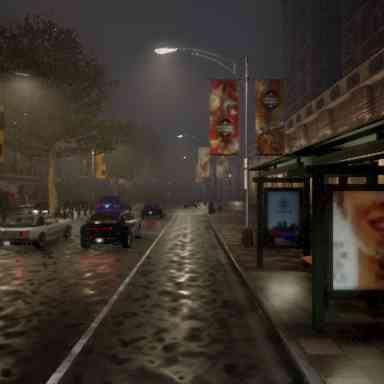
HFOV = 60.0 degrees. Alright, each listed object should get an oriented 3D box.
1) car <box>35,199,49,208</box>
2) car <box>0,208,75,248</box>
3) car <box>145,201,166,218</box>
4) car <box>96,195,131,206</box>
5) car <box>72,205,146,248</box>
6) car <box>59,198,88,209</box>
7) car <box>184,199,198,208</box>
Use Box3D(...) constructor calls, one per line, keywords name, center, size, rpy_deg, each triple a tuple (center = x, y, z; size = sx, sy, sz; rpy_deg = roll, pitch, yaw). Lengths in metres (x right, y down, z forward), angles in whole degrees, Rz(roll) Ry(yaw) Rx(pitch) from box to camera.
Box3D(name="car", center=(-18.395, 1.600, 42.605), size=(1.994, 1.385, 4.181), rpy_deg=(0, 0, 0))
Box3D(name="car", center=(-6.895, 1.616, 14.635), size=(1.895, 1.301, 4.718), rpy_deg=(0, 0, 0))
Box3D(name="car", center=(-3.395, 1.533, 29.605), size=(1.812, 1.442, 4.674), rpy_deg=(0, 0, 0))
Box3D(name="car", center=(-6.895, 1.258, 29.635), size=(2.150, 2.045, 5.566), rpy_deg=(0, 0, 0))
Box3D(name="car", center=(-3.395, 1.516, 14.605), size=(1.837, 1.490, 4.892), rpy_deg=(0, 0, 0))
Box3D(name="car", center=(-14.895, 1.512, 42.605), size=(1.882, 1.535, 5.008), rpy_deg=(0, 0, 0))
Box3D(name="car", center=(-0.146, 1.594, 47.903), size=(1.895, 1.301, 4.718), rpy_deg=(0, 0, 0))
